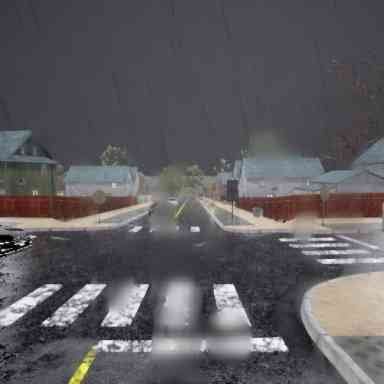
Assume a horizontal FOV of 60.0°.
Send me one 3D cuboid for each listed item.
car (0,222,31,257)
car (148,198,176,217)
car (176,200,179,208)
[{"bbox_3d":[-8.346,1.600,12.072,4.892,1.490,1.837,0,4,10],"label":"car"},{"bbox_3d":[-2.896,1.538,30.940,2.033,1.411,5.357,0,0,0],"label":"car"},{"bbox_3d":[-2.914,1.533,47.010,1.812,1.442,4.674,0,0,0],"label":"car"}]
